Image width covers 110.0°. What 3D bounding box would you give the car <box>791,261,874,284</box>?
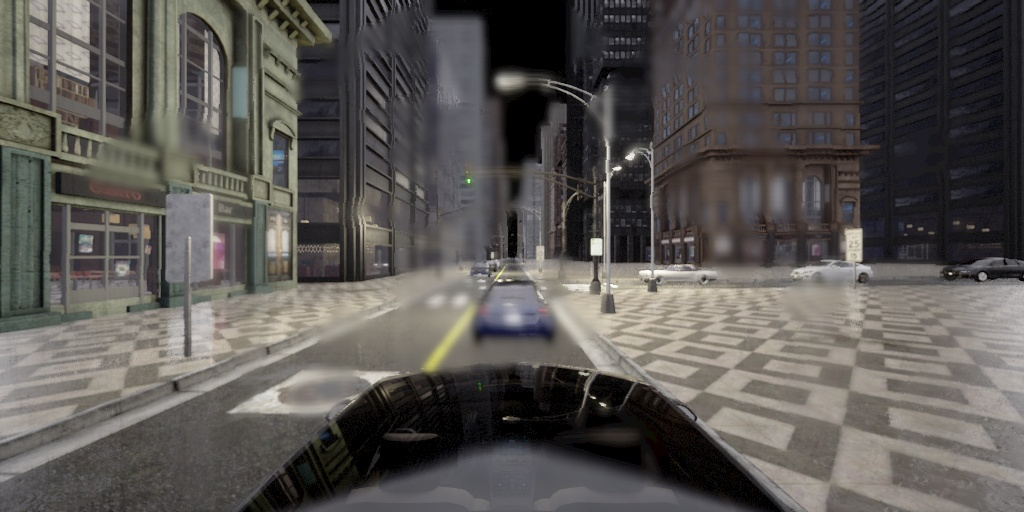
[{"bbox_3d":[21.305,1.046,23.912,4.674,1.442,1.812,-1,0,0],"label":"car"}]

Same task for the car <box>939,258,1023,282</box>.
[{"bbox_3d":[31.636,0.911,23.878,4.892,1.490,1.837,-1,0,0],"label":"car"}]

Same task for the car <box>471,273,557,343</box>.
[{"bbox_3d":[0.071,1.327,9.731,1.994,1.385,4.181,0,0,1],"label":"car"}]

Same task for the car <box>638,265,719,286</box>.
[{"bbox_3d":[10.968,1.242,23.939,4.718,1.301,1.895,-1,0,0],"label":"car"}]

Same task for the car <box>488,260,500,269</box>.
[{"bbox_3d":[-2.901,1.378,58.504,1.812,1.442,4.674,0,0,1],"label":"car"}]

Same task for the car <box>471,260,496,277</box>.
[{"bbox_3d":[-2.989,1.356,36.333,2.033,1.411,5.357,0,0,0],"label":"car"}]

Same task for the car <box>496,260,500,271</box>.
[{"bbox_3d":[-2.951,1.306,46.776,1.882,1.535,5.008,0,0,0],"label":"car"}]
